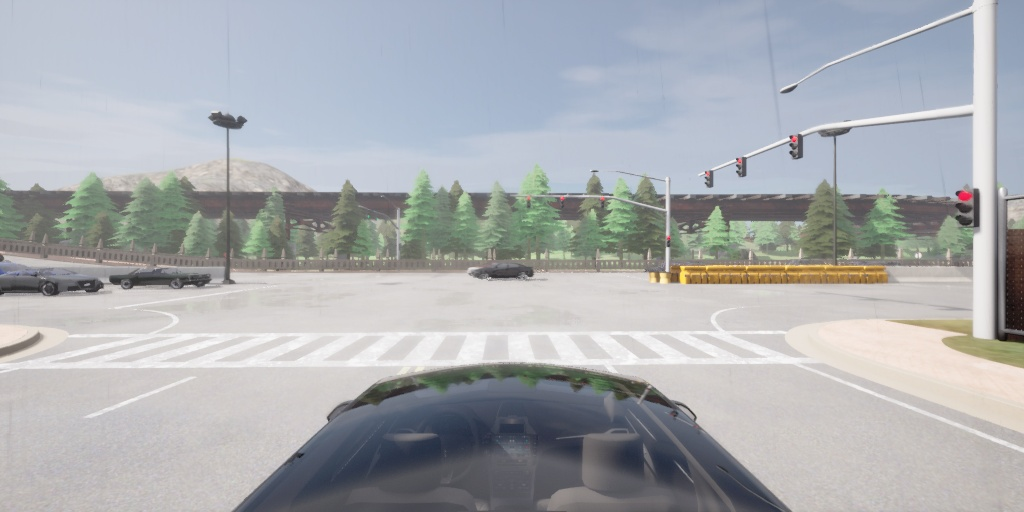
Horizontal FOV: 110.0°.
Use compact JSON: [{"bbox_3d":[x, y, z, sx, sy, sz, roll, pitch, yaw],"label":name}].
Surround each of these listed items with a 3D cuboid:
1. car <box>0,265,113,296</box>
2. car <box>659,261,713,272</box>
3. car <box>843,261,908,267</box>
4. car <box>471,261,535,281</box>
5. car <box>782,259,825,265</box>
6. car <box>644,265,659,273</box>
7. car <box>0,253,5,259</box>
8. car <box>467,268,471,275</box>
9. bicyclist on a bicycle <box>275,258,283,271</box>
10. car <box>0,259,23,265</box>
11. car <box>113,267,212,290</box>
[{"bbox_3d":[-24.024,1.306,18.537,4.181,1.385,1.994,0,0,-2],"label":"car"},{"bbox_3d":[17.071,1.228,34.024,5.008,1.535,1.882,0,0,-2],"label":"car"},{"bbox_3d":[35.394,1.256,34.588,4.892,1.490,1.837,0,0,-2],"label":"car"},{"bbox_3d":[-0.609,1.227,29.971,5.008,1.535,1.882,0,0,-2],"label":"car"},{"bbox_3d":[24.491,1.101,30.753,4.553,1.767,2.097,0,0,-2],"label":"car"},{"bbox_3d":[16.721,1.297,37.515,5.357,1.411,2.033,0,0,-2],"label":"car"},{"bbox_3d":[-53.090,-0.220,35.325,4.181,1.385,1.994,7,0,-1],"label":"car"},{"bbox_3d":[-1.779,1.351,33.436,4.718,1.301,1.895,0,0,-2],"label":"car"},{"bbox_3d":[-28.458,1.041,43.894,0.582,1.620,1.656,0,0,-2],"label":"bicyclist on a bicycle"},{"bbox_3d":[-30.867,1.166,21.827,5.008,1.535,1.882,1,0,-2],"label":"car"},{"bbox_3d":[-21.484,1.345,22.115,4.718,1.301,1.895,0,0,-2],"label":"car"}]
